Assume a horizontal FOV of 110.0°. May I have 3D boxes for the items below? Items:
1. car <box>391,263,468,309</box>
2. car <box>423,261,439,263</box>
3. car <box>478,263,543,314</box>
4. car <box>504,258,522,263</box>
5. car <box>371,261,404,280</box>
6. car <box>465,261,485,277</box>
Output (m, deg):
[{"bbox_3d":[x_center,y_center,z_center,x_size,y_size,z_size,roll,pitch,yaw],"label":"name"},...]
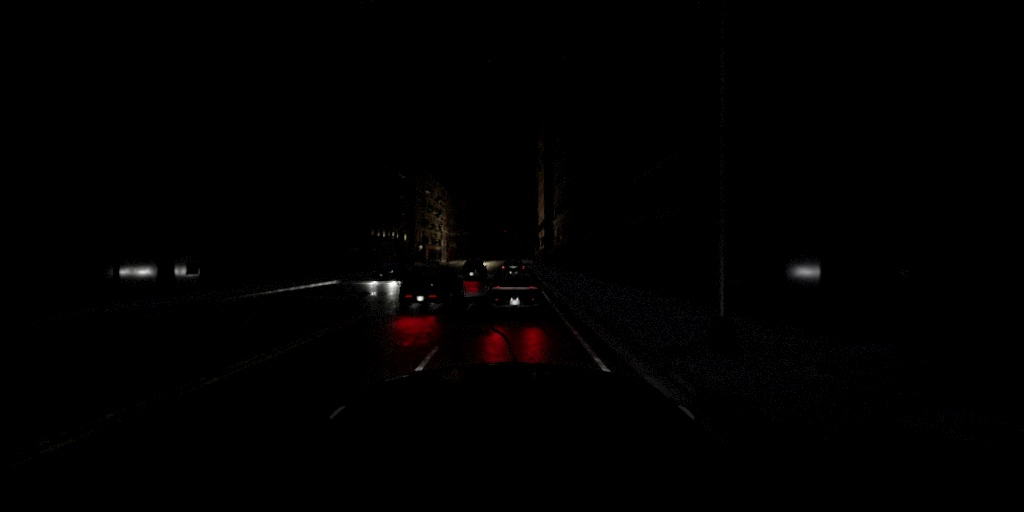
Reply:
[{"bbox_3d":[-3.153,1.203,14.752,1.837,1.490,4.892,0,0,0],"label":"car"},{"bbox_3d":[-6.593,1.160,28.993,1.812,1.442,4.674,0,0,0],"label":"car"},{"bbox_3d":[0.094,1.197,13.486,2.128,1.511,4.902,0,0,0],"label":"car"},{"bbox_3d":[0.101,0.981,30.033,2.097,1.767,4.553,0,0,0],"label":"car"},{"bbox_3d":[-9.843,1.158,29.296,1.812,1.442,4.674,0,0,0],"label":"car"},{"bbox_3d":[-3.148,1.133,30.322,1.837,1.490,4.892,0,0,0],"label":"car"}]
